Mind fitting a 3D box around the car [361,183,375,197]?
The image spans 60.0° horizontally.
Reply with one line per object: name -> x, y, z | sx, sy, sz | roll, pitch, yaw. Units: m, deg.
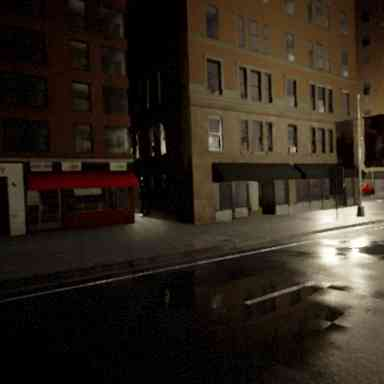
car -> 21.611, -0.252, 44.356 | 2.192, 1.841, 5.009 | -3, 2, -44
